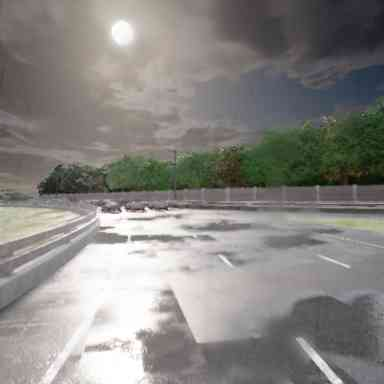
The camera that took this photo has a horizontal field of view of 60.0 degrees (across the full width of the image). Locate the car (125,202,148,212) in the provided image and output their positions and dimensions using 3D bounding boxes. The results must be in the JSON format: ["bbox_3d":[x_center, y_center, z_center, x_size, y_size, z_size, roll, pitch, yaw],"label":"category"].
[{"bbox_3d":[-8.354,2.086,48.199,1.994,1.385,4.181,0,0,-27],"label":"car"}]

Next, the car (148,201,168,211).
[{"bbox_3d":[-5.208,2.066,49.748,1.994,1.385,4.181,0,0,-27],"label":"car"}]

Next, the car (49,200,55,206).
[{"bbox_3d":[-32.680,2.586,79.201,4.902,1.511,2.128,-1,-1,40],"label":"car"}]

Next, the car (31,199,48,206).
[{"bbox_3d":[-35.986,2.436,77.456,4.553,1.767,2.097,-1,-1,40],"label":"car"}]

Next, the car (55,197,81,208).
[{"bbox_3d":[-24.748,2.085,66.317,2.150,2.045,5.566,0,-1,-41],"label":"car"}]

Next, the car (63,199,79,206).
[{"bbox_3d":[-29.707,2.550,81.552,1.837,1.490,4.892,0,-1,-44],"label":"car"}]

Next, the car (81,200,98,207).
[{"bbox_3d":[-21.642,2.366,68.060,1.812,1.442,4.674,0,-1,-41],"label":"car"}]

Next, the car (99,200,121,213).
[{"bbox_3d":[-11.092,2.056,45.901,1.812,1.442,4.674,0,0,-27],"label":"car"}]
